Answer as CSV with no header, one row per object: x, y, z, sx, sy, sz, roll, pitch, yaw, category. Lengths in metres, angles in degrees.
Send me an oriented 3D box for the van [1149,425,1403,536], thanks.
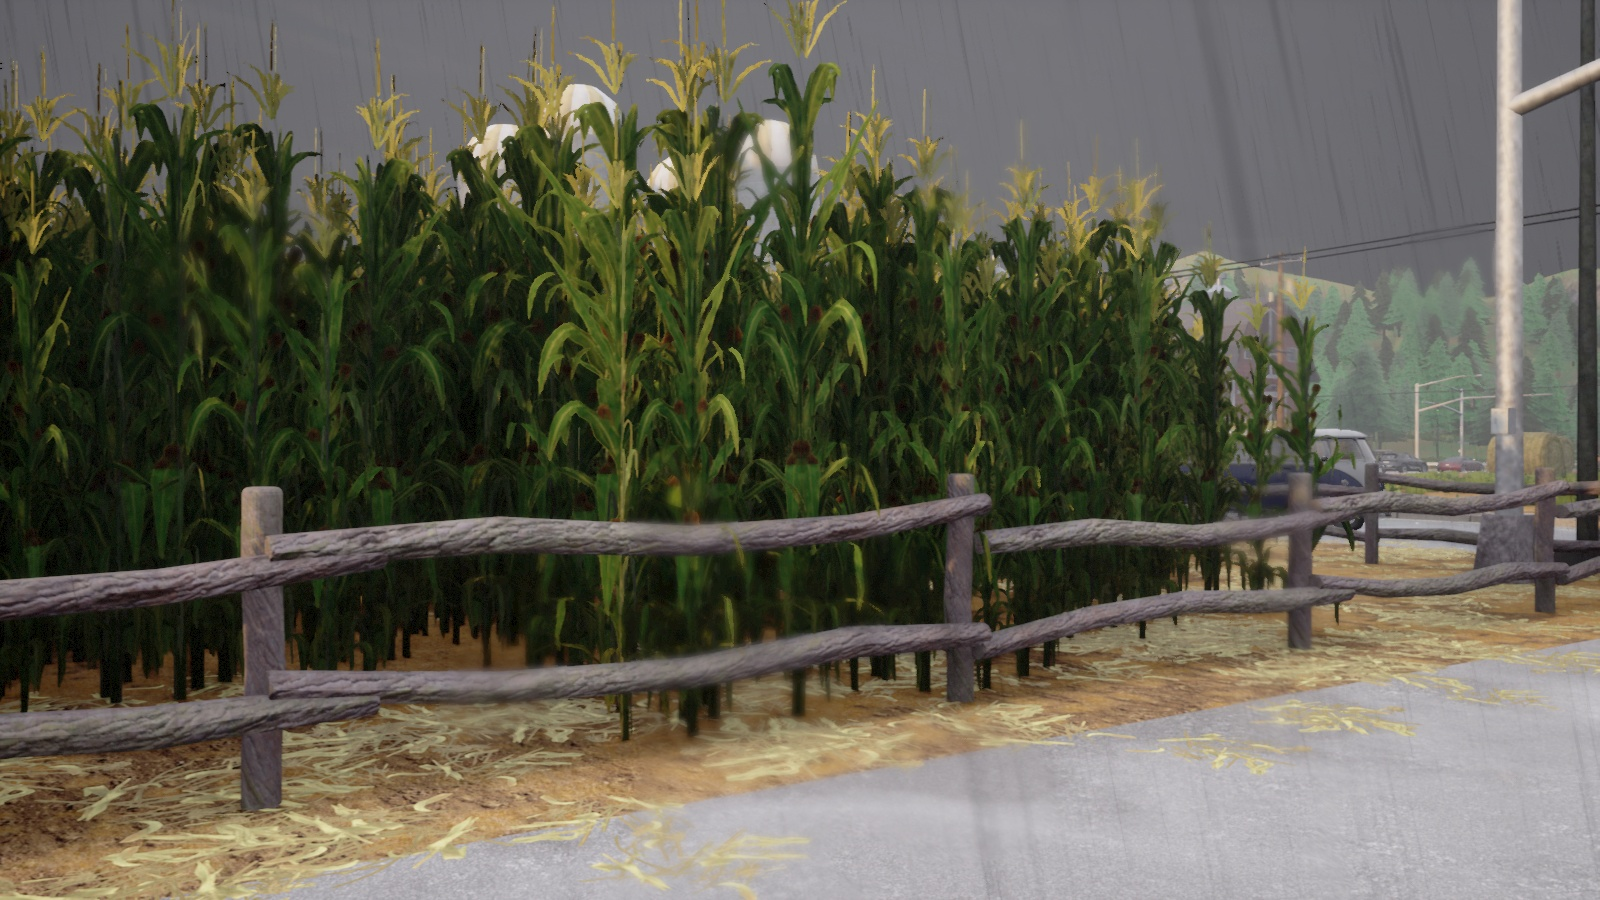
9.239,0.540,24.722,1.775,1.987,4.442,0,0,-35,van
